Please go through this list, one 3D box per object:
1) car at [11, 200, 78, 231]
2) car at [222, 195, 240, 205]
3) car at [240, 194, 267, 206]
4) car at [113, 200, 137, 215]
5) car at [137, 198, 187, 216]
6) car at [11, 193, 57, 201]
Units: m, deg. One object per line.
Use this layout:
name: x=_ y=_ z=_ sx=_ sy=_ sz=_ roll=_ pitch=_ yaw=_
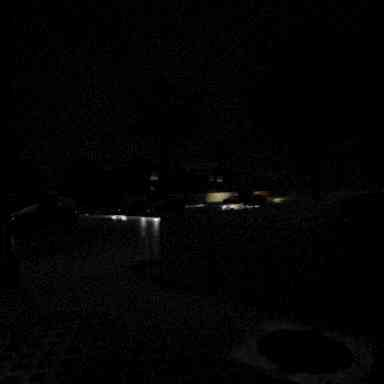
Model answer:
car: x=-9.045 y=1.416 z=19.807 sx=1.812 sy=1.442 sz=4.674 roll=0 pitch=0 yaw=35
car: x=6.386 y=1.140 z=48.889 sx=2.033 sy=1.411 sz=5.357 roll=0 pitch=1 yaw=34
car: x=9.094 y=1.085 z=47.093 sx=1.837 sy=1.490 sz=4.892 roll=0 pitch=0 yaw=34
car: x=-5.379 y=1.407 z=31.246 sx=1.994 sy=1.385 sz=4.181 roll=0 pitch=0 yaw=33
car: x=-2.340 y=1.327 z=29.947 sx=1.837 sy=1.490 sz=4.892 roll=0 pitch=0 yaw=34
car: x=-11.489 y=1.126 z=21.990 sx=2.150 sy=2.045 sz=5.566 roll=0 pitch=0 yaw=36
